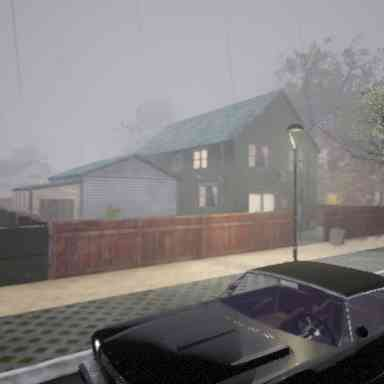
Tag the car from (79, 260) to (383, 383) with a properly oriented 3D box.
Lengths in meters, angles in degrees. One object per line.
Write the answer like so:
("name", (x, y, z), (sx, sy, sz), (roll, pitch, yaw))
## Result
("car", (1.232, 1.621, 3.936), (4.718, 1.301, 1.895), (0, 0, -35))
